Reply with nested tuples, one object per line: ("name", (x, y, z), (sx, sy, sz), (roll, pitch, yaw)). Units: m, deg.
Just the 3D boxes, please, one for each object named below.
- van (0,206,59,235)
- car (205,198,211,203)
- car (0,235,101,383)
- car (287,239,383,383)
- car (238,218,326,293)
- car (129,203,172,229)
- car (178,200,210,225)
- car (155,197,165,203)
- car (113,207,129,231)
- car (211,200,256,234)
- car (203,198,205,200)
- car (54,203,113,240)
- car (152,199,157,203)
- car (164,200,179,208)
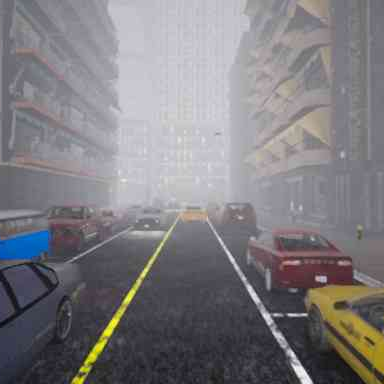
("van", (-5.300, 1.409, 8.879), (1.690, 1.788, 3.998), (0, 0, 0))
("car", (2.619, 1.872, 42.880), (1.752, 1.417, 4.829), (0, 0, 0))
("car", (-2.844, 1.577, 3.773), (2.033, 1.411, 5.357), (0, 0, 0))
("car", (2.572, 1.554, 3.399), (1.752, 1.417, 4.829), (0, 0, 0))
("car", (2.578, 1.616, 8.869), (1.887, 1.381, 4.507), (0, 0, 0))
("car", (-2.768, 1.731, 23.181), (2.033, 1.411, 5.357), (0, 0, 1))
("car", (0.130, 1.685, 26.070), (1.882, 1.535, 5.008), (0, 0, 0))
("car", (-5.247, 1.752, 54.002), (2.192, 1.841, 5.009), (0, 0, 0))
("car", (-5.289, 1.740, 20.159), (1.802, 1.307, 4.206), (0, 0, 0))
("car", (2.593, 1.476, 20.151), (2.192, 1.841, 5.009), (0, 0, 0))
("car", (0.143, 1.816, 40.317), (2.128, 1.511, 4.902), (0, 0, 0))
("car", (-5.294, 1.428, 14.520), (2.192, 1.841, 5.009), (0, 0, 0))
("car", (-5.268, 1.819, 36.909), (1.752, 1.417, 4.829), (0, 0, 0))
("car", (-2.729, 1.979, 51.163), (1.994, 1.385, 4.181), (0, -1, 1))
